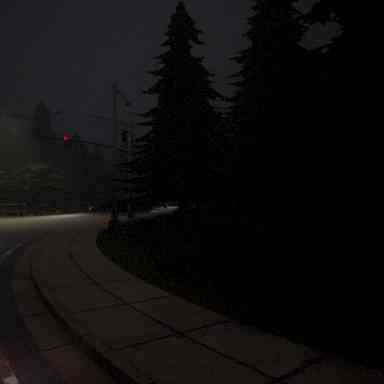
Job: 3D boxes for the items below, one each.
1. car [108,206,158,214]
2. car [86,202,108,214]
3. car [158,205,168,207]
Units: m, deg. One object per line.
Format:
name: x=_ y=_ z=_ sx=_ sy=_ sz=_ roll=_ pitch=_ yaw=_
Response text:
car: x=-5.960 y=1.491 z=34.331 sx=2.128 sy=1.511 sz=4.902 roll=0 pitch=0 yaw=24
car: x=-9.339 y=1.491 z=36.224 sx=2.128 sy=1.511 sz=4.902 roll=0 pitch=0 yaw=26
car: x=-5.177 y=1.352 z=44.451 sx=2.097 sy=1.767 sz=4.553 roll=0 pitch=0 yaw=27
